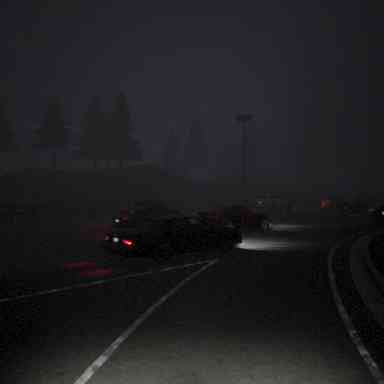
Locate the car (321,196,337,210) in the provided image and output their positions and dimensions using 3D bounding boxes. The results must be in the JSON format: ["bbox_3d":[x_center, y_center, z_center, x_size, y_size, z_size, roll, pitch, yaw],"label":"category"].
[{"bbox_3d":[18.543,1.350,42.726,4.553,1.767,2.097,0,0,-41],"label":"car"}]

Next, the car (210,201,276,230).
[{"bbox_3d":[2.447,1.476,19.301,5.008,1.535,1.882,0,0,-41],"label":"car"}]

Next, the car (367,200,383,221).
[{"bbox_3d":[15.961,1.562,26.414,4.181,1.385,1.994,0,0,-42],"label":"car"}]

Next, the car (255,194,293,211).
[{"bbox_3d":[9.781,1.219,39.699,5.566,2.045,2.150,0,0,-41],"label":"car"}]

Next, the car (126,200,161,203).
[{"bbox_3d":[-2.913,1.350,23.911,4.553,1.767,2.097,0,0,-41],"label":"car"}]

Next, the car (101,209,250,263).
[{"bbox_3d":[-0.511,1.547,12.054,5.357,1.411,2.033,0,0,-41],"label":"car"}]

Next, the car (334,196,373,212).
[{"bbox_3d":[18.585,1.523,38.109,4.674,1.442,1.812,0,0,-41],"label":"car"}]

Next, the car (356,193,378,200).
[{"bbox_3d":[30.264,1.218,57.791,5.566,2.045,2.150,0,0,-41],"label":"car"}]

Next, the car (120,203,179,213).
[{"bbox_3d":[-2.596,1.562,19.535,4.181,1.385,1.994,0,0,-41],"label":"car"}]
